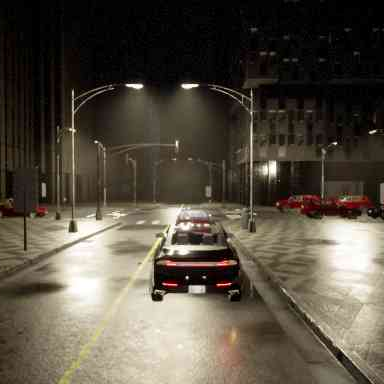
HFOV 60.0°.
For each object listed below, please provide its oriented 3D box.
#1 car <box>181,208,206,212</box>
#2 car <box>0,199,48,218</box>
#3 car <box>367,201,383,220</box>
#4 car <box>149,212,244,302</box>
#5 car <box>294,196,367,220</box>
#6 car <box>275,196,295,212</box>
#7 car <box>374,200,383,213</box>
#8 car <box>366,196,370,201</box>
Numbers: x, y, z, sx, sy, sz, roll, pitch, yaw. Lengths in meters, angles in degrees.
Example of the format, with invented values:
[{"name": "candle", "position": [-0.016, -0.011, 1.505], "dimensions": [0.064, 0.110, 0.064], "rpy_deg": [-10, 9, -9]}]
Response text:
[{"name": "car", "position": [0.069, 1.554, 17.959], "dimensions": [2.033, 1.411, 5.357], "rpy_deg": [0, 0, 0]}, {"name": "car", "position": [-14.972, 1.573, 29.044], "dimensions": [4.507, 1.381, 1.887], "rpy_deg": [0, 1, 0]}, {"name": "car", "position": [17.712, 1.748, 29.203], "dimensions": [4.313, 1.339, 1.947], "rpy_deg": [0, 1, 0]}, {"name": "car", "position": [0.085, 1.492, 8.250], "dimensions": [2.128, 1.511, 4.902], "rpy_deg": [0, 0, 0]}, {"name": "car", "position": [12.069, 1.469, 29.173], "dimensions": [5.009, 1.841, 2.192], "rpy_deg": [0, 1, 0]}, {"name": "car", "position": [12.038, 1.333, 37.697], "dimensions": [5.009, 1.841, 2.192], "rpy_deg": [0, 1, 0]}, {"name": "car", "position": [23.323, 1.641, 37.754], "dimensions": [4.313, 1.339, 1.947], "rpy_deg": [0, 1, 0]}, {"name": "car", "position": [17.682, 1.361, 37.724], "dimensions": [5.009, 1.841, 2.192], "rpy_deg": [0, 1, 0]}]
